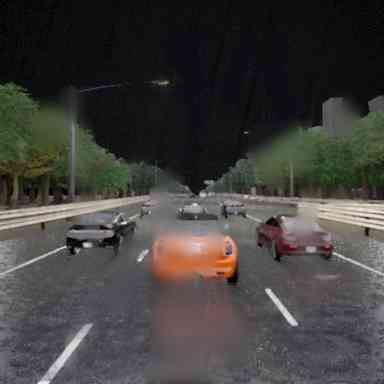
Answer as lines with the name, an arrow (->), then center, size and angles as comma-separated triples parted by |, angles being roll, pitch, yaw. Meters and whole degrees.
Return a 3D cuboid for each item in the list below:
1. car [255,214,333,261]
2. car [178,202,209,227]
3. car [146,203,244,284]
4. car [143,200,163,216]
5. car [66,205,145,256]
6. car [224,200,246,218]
car -> 3.593, 1.548, 12.311 | 1.812, 1.442, 4.674 | 0, 0, 0
car -> 0.085, 1.563, 24.409 | 2.033, 1.411, 5.357 | 0, 0, 0
car -> 0.079, 1.373, 9.832 | 2.097, 1.767, 4.553 | 0, 0, 0
car -> -3.406, 1.491, 29.679 | 2.128, 1.511, 4.902 | 0, 0, 0
car -> -3.411, 1.517, 13.319 | 2.128, 1.511, 4.902 | 0, 0, 0
car -> 3.594, 1.491, 29.639 | 2.128, 1.511, 4.902 | 0, 0, 0
